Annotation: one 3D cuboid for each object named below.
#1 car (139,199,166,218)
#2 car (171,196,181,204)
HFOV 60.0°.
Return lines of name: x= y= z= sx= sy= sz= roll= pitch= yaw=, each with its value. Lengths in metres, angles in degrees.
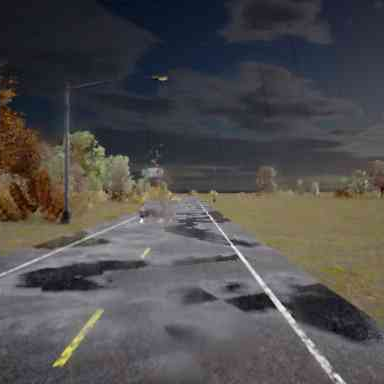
car: x=-3.598 y=1.483 z=31.101 sx=2.097 sy=1.767 sz=4.553 roll=0 pitch=0 yaw=0
car: x=-3.505 y=1.729 z=73.209 sx=1.882 sy=1.535 sz=5.008 roll=0 pitch=0 yaw=0
